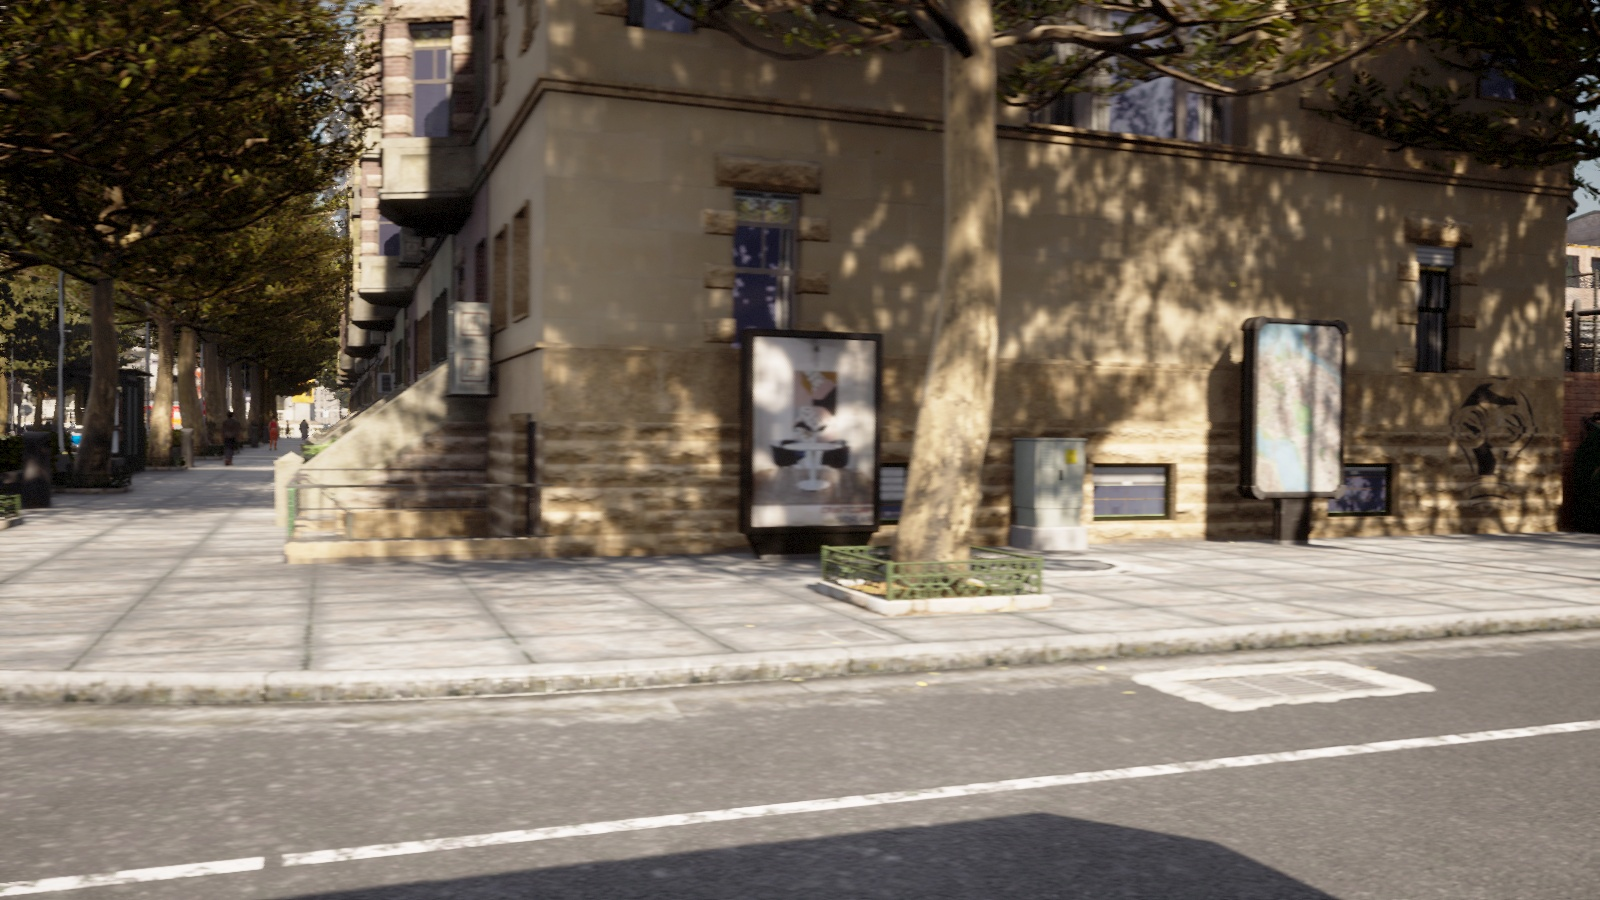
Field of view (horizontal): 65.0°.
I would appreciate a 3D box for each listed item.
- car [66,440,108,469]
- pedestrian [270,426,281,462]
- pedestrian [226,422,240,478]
[{"bbox_3d":[-35.388,0.219,62.347,1.481,1.376,2.207,-1,1,-21],"label":"car"},{"bbox_3d":[-27.265,-0.314,65.238,0.345,1.836,0.594,-1,1,-7],"label":"pedestrian"},{"bbox_3d":[-18.633,-0.016,41.247,0.328,1.805,0.869,-1,1,-20],"label":"pedestrian"}]
